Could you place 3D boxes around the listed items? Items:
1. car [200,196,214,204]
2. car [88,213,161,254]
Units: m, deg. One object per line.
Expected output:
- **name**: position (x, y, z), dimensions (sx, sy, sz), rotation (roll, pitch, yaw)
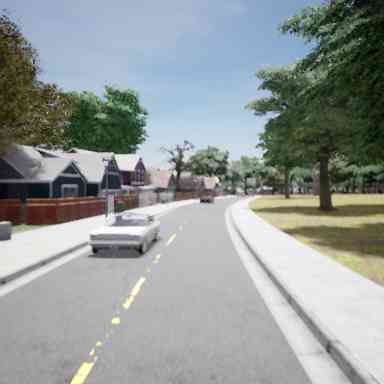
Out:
- **car**: position (2.496, 1.279, 55.613), dimensions (1.895, 1.301, 4.718), rotation (0, 0, 11)
- **car**: position (-2.480, 1.524, 13.213), dimensions (1.895, 1.301, 4.718), rotation (0, 0, 3)
